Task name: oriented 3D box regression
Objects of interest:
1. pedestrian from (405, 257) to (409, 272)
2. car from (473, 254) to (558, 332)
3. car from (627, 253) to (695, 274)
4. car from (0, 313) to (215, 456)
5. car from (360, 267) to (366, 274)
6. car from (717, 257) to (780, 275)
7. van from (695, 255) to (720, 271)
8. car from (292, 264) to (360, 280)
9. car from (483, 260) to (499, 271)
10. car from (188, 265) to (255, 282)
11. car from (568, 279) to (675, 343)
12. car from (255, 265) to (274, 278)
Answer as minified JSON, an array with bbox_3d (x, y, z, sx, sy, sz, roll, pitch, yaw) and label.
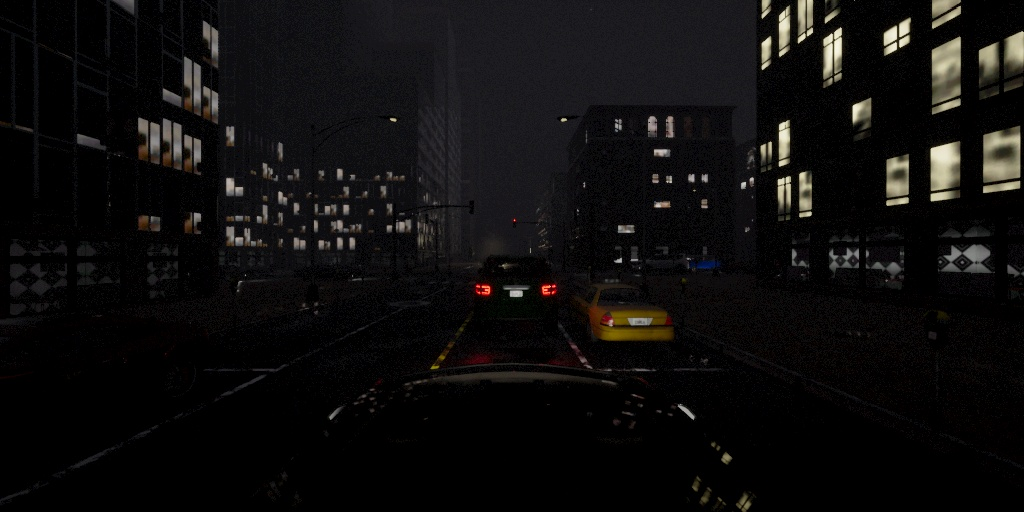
[{"bbox_3d":[-12.390,1.020,42.297,0.375,1.860,0.375,0,1,-1],"label":"pedestrian"},{"bbox_3d":[0.090,0.971,11.028,2.150,2.045,5.566,0,0,0],"label":"car"},{"bbox_3d":[15.398,0.755,37.228,5.566,2.045,2.150,-1,0,-1],"label":"car"},{"bbox_3d":[-5.317,1.332,3.738,1.802,1.307,4.207,0,0,0],"label":"car"},{"bbox_3d":[-17.845,1.510,36.609,5.357,1.411,2.033,-1,0,2],"label":"car"},{"bbox_3d":[21.057,1.019,31.878,4.507,1.381,1.888,0,0,-1],"label":"car"},{"bbox_3d":[20.941,0.799,39.758,3.998,1.789,1.690,0,0,-1],"label":"van"},{"bbox_3d":[-17.721,1.514,33.861,5.357,1.411,2.033,-1,0,-1],"label":"car"},{"bbox_3d":[-2.892,1.299,51.046,2.033,1.411,5.357,0,0,0],"label":"car"},{"bbox_3d":[-27.536,1.602,33.726,4.892,1.490,1.837,-1,0,-1],"label":"car"},{"bbox_3d":[2.558,1.275,9.475,1.751,1.417,4.829,0,0,0],"label":"car"},{"bbox_3d":[-28.439,1.648,39.096,4.403,1.370,2.007,0,0,-1],"label":"car"}]
